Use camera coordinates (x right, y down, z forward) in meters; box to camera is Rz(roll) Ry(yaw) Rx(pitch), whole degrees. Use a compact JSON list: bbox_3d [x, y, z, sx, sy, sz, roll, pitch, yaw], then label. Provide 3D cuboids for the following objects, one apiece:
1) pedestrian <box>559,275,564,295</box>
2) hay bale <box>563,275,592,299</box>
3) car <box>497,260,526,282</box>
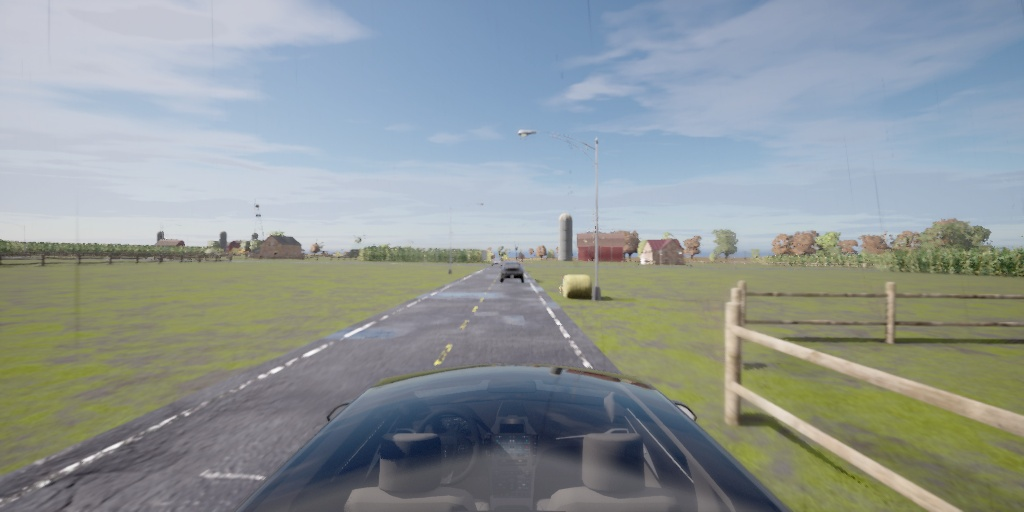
[{"bbox_3d":[2.665,1.432,18.333,0.500,1.100,0.500,-1,1,2],"label":"pedestrian"},{"bbox_3d":[3.120,1.402,17.211,1.220,1.180,1.240,0,0,0],"label":"hay bale"},{"bbox_3d":[0.040,1.258,28.983,1.837,1.490,4.892,0,0,1],"label":"car"}]
